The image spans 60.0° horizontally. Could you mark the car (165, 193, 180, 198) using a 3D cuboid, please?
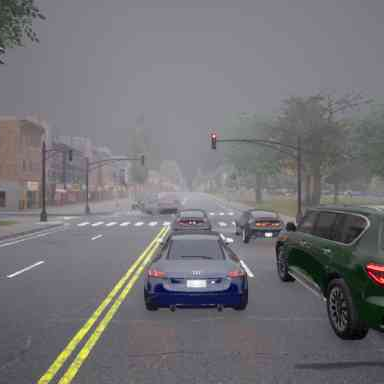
[{"bbox_3d":[-3.447,1.271,53.445,2.150,2.045,5.566,0,0,-1],"label":"car"}]

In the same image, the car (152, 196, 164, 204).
[{"bbox_3d":[-6.665,1.474,64.860,1.812,1.442,4.674,0,1,0],"label":"car"}]

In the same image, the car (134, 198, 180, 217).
[{"bbox_3d":[-2.768,1.629,32.584,4.902,1.511,2.128,0,1,-34],"label":"car"}]

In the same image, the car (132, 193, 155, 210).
[{"bbox_3d":[-6.685,1.330,44.851,2.150,2.045,5.566,0,0,0],"label":"car"}]

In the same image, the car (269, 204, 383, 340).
[{"bbox_3d":[3.314,1.235,6.677,2.150,2.045,5.566,0,0,0],"label":"car"}]

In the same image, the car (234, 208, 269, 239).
[{"bbox_3d":[3.263,1.581,16.539,1.837,1.490,4.892,0,0,0],"label":"car"}]

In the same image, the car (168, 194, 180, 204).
[{"bbox_3d":[-3.411,1.293,65.504,2.097,1.767,4.553,0,1,0],"label":"car"}]

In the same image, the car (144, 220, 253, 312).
[{"bbox_3d":[0.066,1.583,7.824,1.994,1.385,4.181,0,0,0],"label":"car"}]

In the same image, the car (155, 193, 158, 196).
[{"bbox_3d":[-6.688,1.257,55.104,2.150,2.045,5.566,0,1,0],"label":"car"}]

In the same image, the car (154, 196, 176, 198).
[{"bbox_3d":[-3.427,1.621,42.918,1.837,1.490,4.892,0,0,0],"label":"car"}]

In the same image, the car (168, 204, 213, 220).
[{"bbox_3d":[0.010,1.582,16.711,1.837,1.490,4.892,0,0,1],"label":"car"}]
